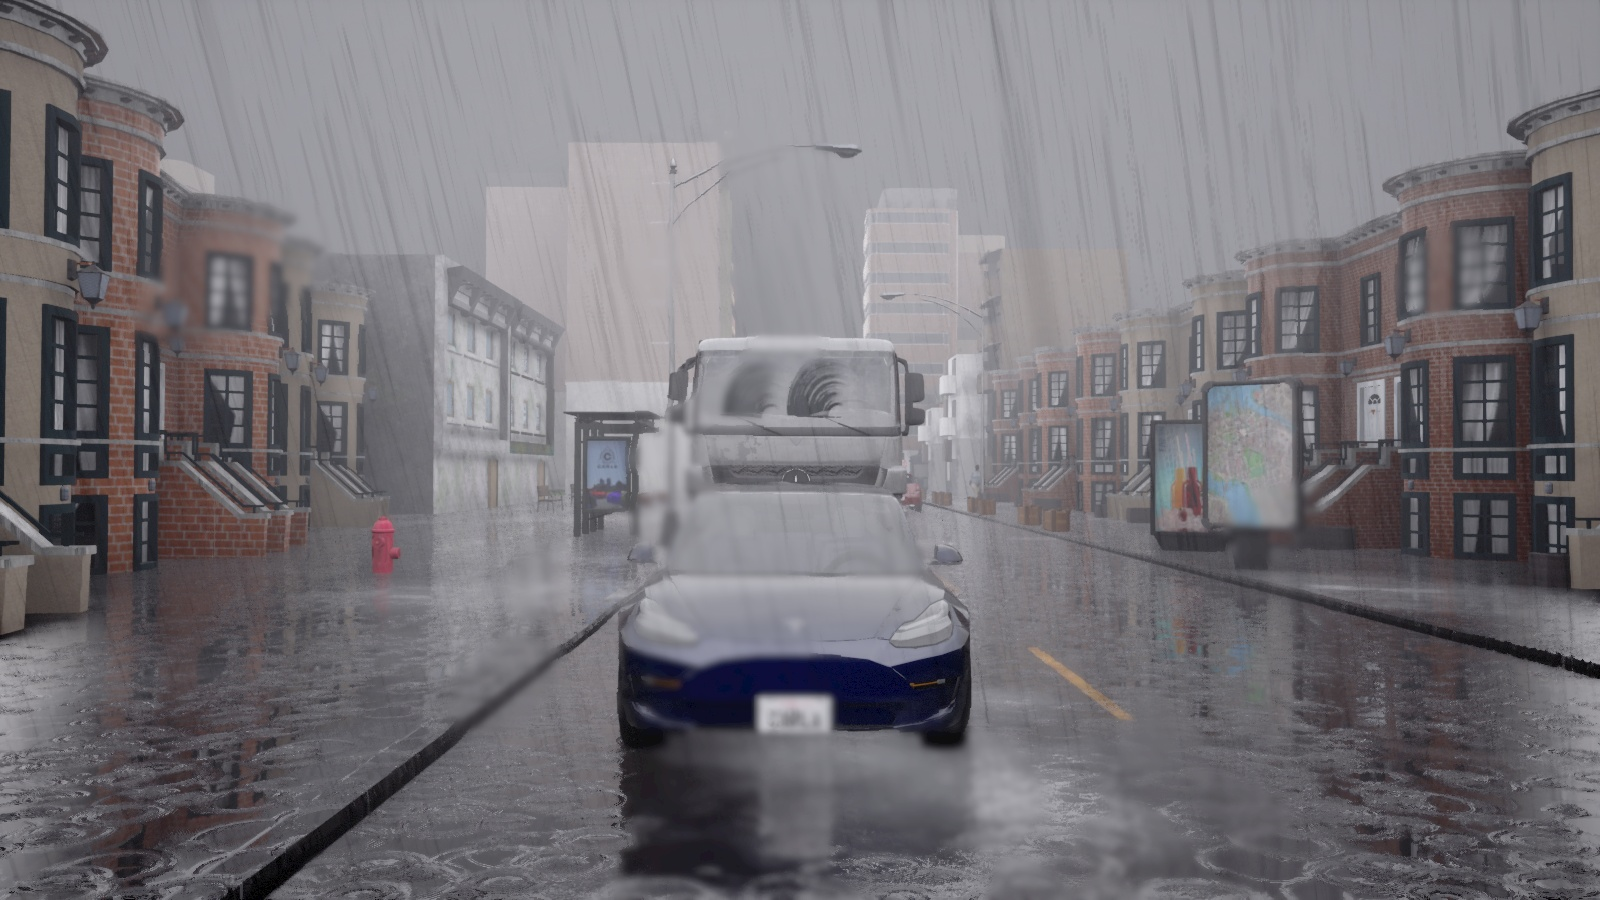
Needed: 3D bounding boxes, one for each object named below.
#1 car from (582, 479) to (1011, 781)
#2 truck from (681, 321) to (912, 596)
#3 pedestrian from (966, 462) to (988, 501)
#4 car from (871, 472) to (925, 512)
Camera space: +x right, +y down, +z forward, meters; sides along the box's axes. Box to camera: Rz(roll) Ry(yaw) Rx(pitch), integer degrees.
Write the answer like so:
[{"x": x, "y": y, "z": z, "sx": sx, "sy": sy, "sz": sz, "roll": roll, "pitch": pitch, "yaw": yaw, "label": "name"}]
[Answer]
[{"x": -0.024, "y": 0.961, "z": 8.751, "sx": 2.163, "sy": 1.488, "sz": 4.792, "roll": 0, "pitch": -1, "yaw": 0, "label": "car"}, {"x": -0.057, "y": 0.165, "z": 19.823, "sx": 2.891, "sy": 3.462, "sz": 7.936, "roll": 0, "pitch": -1, "yaw": 0, "label": "truck"}, {"x": 8.446, "y": 1.495, "z": 59.962, "sx": 0.874, "sy": 1.855, "sz": 0.900, "roll": 0, "pitch": -1, "yaw": -6, "label": "pedestrian"}, {"x": 3.866, "y": 1.649, "z": 49.937, "sx": 1.845, "sy": 1.501, "sz": 3.633, "roll": 0, "pitch": -1, "yaw": 0, "label": "car"}]
